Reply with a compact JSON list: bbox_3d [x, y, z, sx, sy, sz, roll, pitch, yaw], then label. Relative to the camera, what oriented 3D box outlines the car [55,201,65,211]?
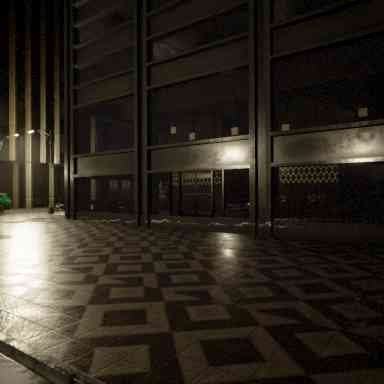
[{"bbox_3d":[-13.363,1.323,38.591,1.882,1.535,5.008,0,0,35],"label":"car"}]

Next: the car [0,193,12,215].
[{"bbox_3d":[-19.386,1.110,30.062,2.150,2.045,5.566,0,0,37],"label":"car"}]
